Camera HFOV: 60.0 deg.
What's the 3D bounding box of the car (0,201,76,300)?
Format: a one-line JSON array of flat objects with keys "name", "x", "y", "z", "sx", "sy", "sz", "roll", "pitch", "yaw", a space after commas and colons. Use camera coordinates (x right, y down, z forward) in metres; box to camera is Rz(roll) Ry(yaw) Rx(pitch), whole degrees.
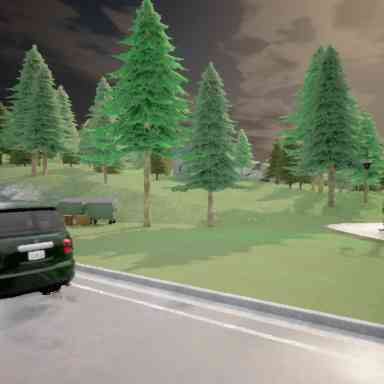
[{"name": "car", "x": -4.978, "y": 1.222, "z": 7.545, "sx": 5.566, "sy": 2.045, "sz": 2.150, "roll": 0, "pitch": 0, "yaw": 36}]
